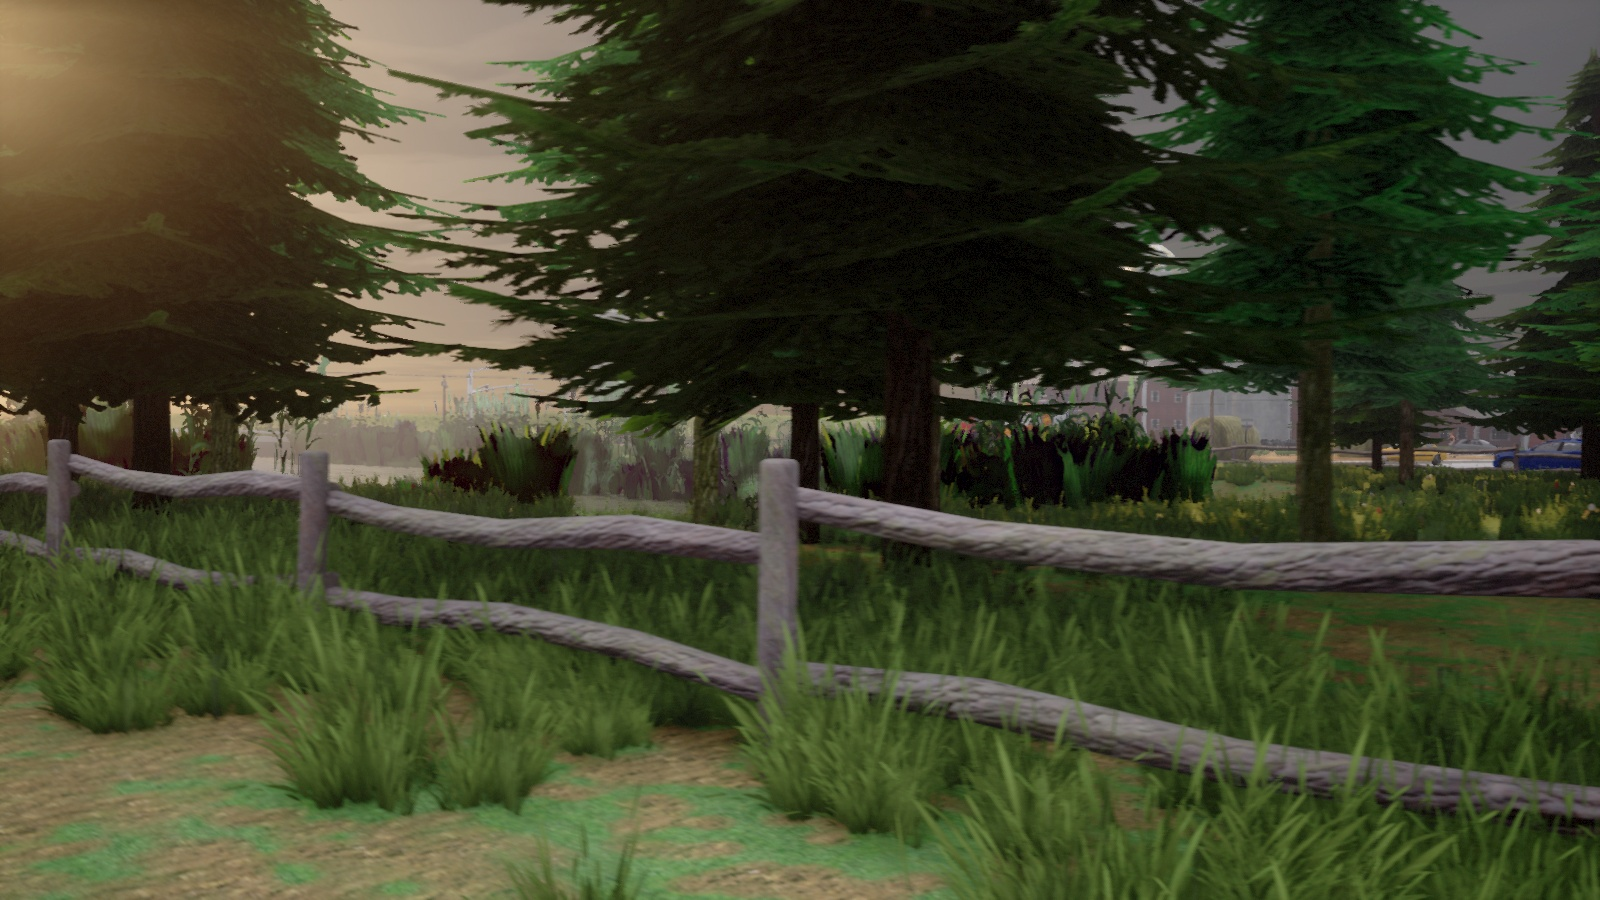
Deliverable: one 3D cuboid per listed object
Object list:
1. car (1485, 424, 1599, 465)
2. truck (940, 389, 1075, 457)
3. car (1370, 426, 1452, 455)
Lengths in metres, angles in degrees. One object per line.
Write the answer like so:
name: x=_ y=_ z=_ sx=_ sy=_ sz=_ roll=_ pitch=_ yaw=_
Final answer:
car: x=29.574 y=-0.226 z=48.662 sx=1.882 sy=1.535 sz=5.008 roll=-1 pitch=1 yaw=-33
truck: x=12.262 y=-1.565 z=75.037 sx=2.891 sy=3.827 sz=8.468 roll=-1 pitch=1 yaw=-34
car: x=34.027 y=-0.549 z=69.913 sx=5.366 sy=1.575 sz=1.801 roll=-1 pitch=1 yaw=-36
